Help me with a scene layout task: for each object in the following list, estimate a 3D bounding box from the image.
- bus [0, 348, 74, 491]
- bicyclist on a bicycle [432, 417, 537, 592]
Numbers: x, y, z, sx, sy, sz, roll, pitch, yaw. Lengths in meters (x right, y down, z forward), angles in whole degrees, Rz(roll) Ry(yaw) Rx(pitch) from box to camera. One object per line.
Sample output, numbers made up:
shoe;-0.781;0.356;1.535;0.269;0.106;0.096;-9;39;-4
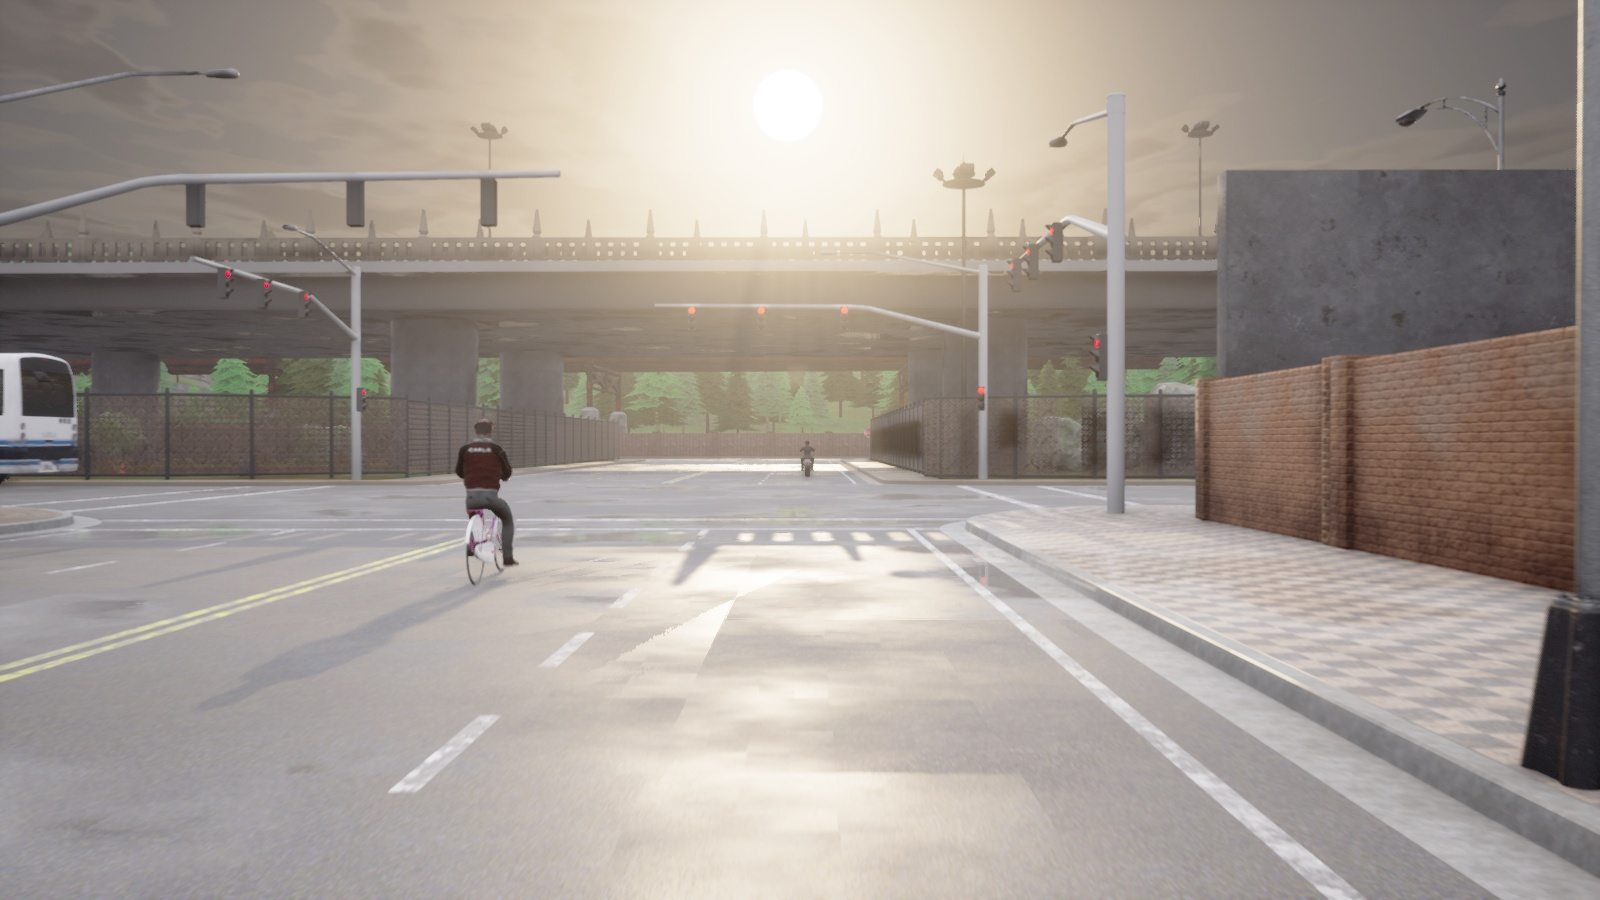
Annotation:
bus;-28.951;-0.930;39.196;10.273;4.253;3.944;0;0;0
bicyclist on a bicycle;-3.407;0.535;13.713;0.659;1.776;1.843;0;2;0
